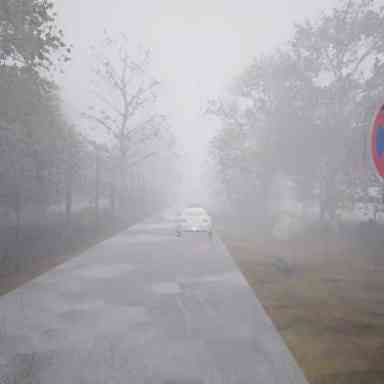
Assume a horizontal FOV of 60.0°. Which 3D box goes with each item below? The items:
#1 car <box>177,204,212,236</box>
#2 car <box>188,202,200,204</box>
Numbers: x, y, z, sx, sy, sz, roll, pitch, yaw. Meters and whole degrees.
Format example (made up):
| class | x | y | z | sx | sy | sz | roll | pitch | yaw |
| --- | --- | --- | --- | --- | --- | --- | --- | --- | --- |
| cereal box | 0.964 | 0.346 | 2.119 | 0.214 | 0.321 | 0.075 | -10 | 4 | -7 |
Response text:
| class | x | y | z | sx | sy | sz | roll | pitch | yaw |
| --- | --- | --- | --- | --- | --- | --- | --- | --- | --- |
| car | 0.133 | 1.607 | 18.834 | 1.812 | 1.442 | 4.674 | 0 | 0 | 0 |
| car | 0.202 | 1.770 | 36.355 | 1.994 | 1.385 | 4.181 | 0 | 0 | 0 |
